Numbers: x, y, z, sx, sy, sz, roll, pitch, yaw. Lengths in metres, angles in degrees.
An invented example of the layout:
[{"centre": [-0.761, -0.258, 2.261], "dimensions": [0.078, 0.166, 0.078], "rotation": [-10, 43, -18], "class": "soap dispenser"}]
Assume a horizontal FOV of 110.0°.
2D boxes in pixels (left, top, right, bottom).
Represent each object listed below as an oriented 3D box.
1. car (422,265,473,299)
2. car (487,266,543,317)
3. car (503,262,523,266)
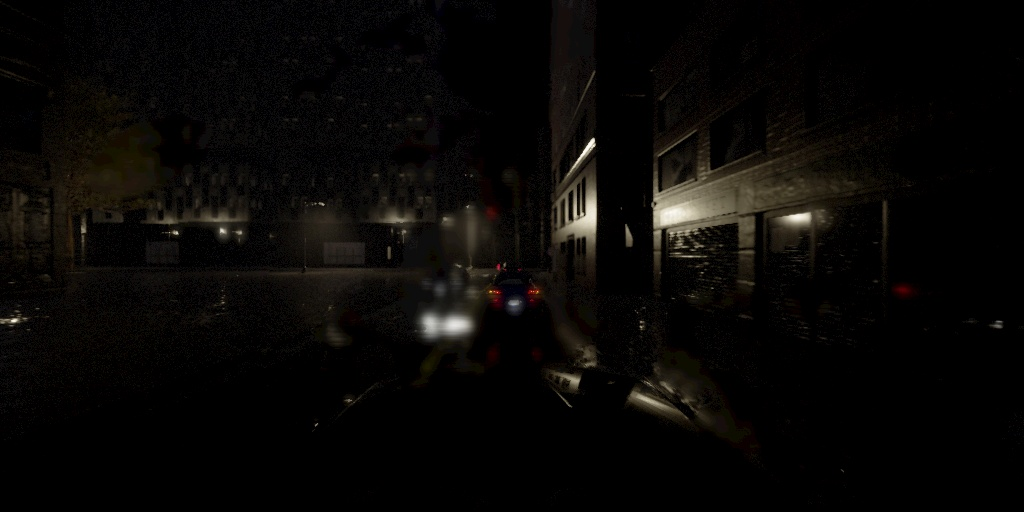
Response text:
[{"centre": [-3.096, 1.224, 17.908], "dimensions": [2.128, 1.511, 4.902], "rotation": [0, 0, 0], "class": "car"}, {"centre": [0.095, 1.263, 13.032], "dimensions": [1.812, 1.442, 4.674], "rotation": [0, 0, 0], "class": "car"}, {"centre": [0.080, 1.211, 27.495], "dimensions": [2.128, 1.511, 4.902], "rotation": [0, 0, 1], "class": "car"}]
